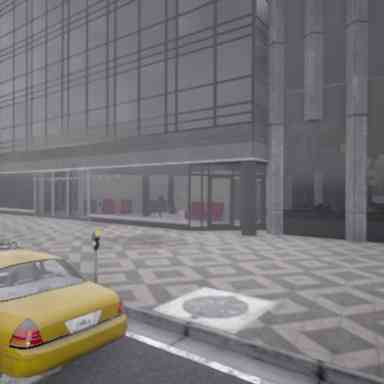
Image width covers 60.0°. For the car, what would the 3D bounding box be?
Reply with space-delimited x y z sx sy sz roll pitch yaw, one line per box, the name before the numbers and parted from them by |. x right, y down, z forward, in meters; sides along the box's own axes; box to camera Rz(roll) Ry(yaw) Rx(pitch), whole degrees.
car | -3.136 1.476 5.333 4.829 1.417 1.752 1 0 37
